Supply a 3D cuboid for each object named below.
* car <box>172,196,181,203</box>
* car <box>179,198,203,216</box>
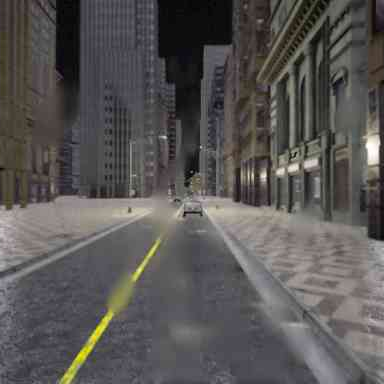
[{"bbox_3d":[-3.031,1.532,69.460,2.033,1.411,5.357,0,0,0],"label":"car"},{"bbox_3d":[0.085,1.553,32.183,2.033,1.411,5.357,0,0,0],"label":"car"}]
